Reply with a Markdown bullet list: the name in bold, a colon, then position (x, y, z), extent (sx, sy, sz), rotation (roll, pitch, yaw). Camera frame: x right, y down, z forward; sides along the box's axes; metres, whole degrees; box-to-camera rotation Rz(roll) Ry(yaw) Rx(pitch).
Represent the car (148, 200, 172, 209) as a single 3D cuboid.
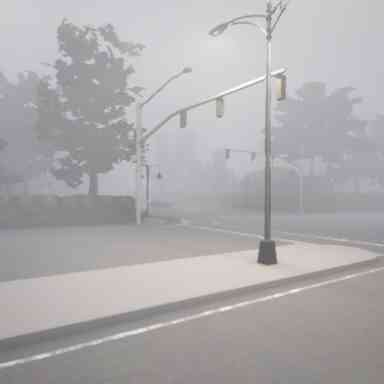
- **car**: position (-4.972, 1.803, 49.769), extent (1.895, 1.301, 4.718), rotation (1, 0, -36)
